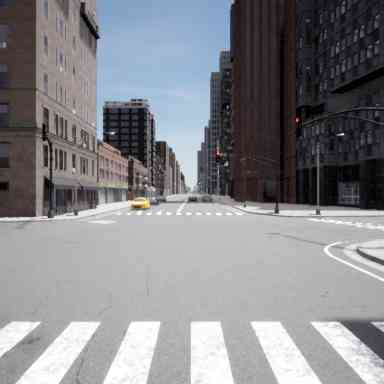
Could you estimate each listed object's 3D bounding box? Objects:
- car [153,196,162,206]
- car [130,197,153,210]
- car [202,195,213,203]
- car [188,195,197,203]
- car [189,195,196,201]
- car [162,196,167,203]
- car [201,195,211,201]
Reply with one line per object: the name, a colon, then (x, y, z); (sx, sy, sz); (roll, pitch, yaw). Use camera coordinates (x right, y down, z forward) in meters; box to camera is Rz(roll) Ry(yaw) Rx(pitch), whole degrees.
car: (-6.501, 1.573, 54.204); (1.994, 1.385, 4.181); (0, 0, 0)
car: (-6.531, 1.485, 42.203); (1.882, 1.535, 5.008); (0, 0, 0)
car: (3.363, 1.530, 70.973); (2.128, 1.511, 4.902); (0, 0, 0)
car: (0.113, 1.483, 70.978); (1.882, 1.535, 5.008); (0, 0, 0)
car: (0.130, 1.450, 81.397); (1.882, 1.535, 5.008); (0, 0, 0)
car: (-6.390, 1.485, 69.340); (1.882, 1.535, 5.008); (0, 0, 0)
car: (3.379, 1.497, 81.393); (2.128, 1.511, 4.902); (0, 0, 0)
